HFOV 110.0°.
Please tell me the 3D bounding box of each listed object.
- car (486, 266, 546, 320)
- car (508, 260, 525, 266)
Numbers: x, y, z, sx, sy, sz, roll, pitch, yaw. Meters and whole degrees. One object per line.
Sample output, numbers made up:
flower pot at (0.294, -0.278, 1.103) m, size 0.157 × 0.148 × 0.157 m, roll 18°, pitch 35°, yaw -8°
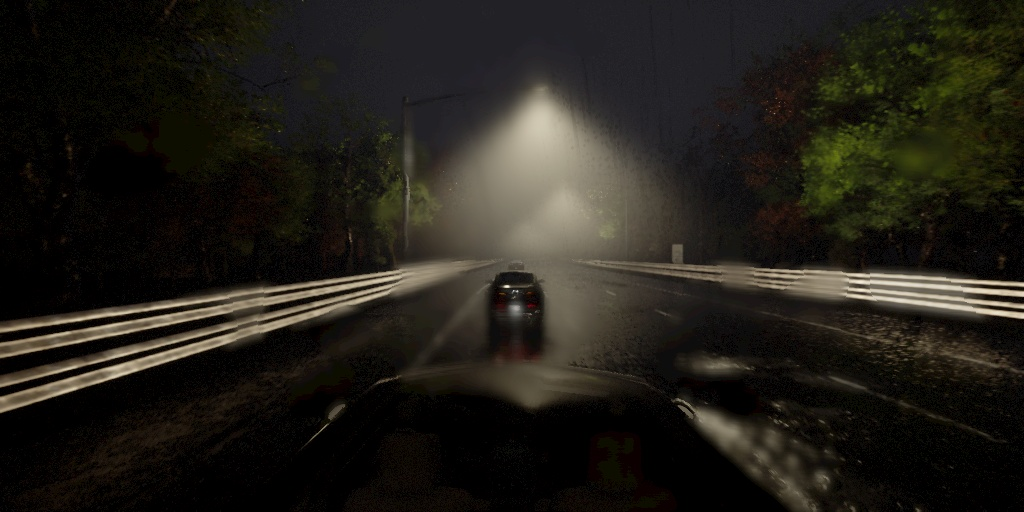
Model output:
car at (0.139, 1.254, 12.559) m, size 1.837 × 1.490 × 4.892 m, roll 0°, pitch 0°, yaw 0°
car at (0.547, 1.235, 44.290) m, size 2.128 × 1.511 × 4.902 m, roll 0°, pitch 0°, yaw 1°
